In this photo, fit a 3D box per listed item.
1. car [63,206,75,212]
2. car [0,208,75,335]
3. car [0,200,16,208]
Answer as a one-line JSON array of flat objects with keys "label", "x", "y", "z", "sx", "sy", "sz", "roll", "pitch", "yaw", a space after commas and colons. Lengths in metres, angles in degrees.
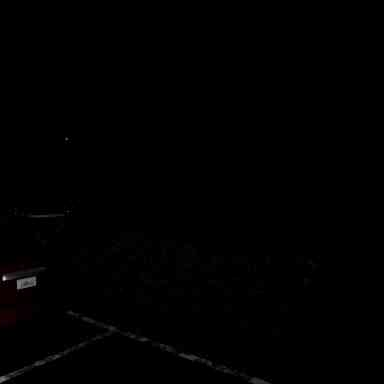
[{"label": "car", "x": -12.196, "y": 1.837, "z": 37.970, "sx": 1.895, "sy": 1.301, "sz": 4.718, "roll": -1, "pitch": -1, "yaw": 36}, {"label": "car", "x": -4.171, "y": 1.316, "z": 5.927, "sx": 5.009, "sy": 1.841, "sz": 2.192, "roll": 0, "pitch": -1, "yaw": 36}, {"label": "car", "x": -18.271, "y": 1.502, "z": 29.784, "sx": 2.097, "sy": 1.767, "sz": 4.553, "roll": -1, "pitch": -1, "yaw": 37}]
